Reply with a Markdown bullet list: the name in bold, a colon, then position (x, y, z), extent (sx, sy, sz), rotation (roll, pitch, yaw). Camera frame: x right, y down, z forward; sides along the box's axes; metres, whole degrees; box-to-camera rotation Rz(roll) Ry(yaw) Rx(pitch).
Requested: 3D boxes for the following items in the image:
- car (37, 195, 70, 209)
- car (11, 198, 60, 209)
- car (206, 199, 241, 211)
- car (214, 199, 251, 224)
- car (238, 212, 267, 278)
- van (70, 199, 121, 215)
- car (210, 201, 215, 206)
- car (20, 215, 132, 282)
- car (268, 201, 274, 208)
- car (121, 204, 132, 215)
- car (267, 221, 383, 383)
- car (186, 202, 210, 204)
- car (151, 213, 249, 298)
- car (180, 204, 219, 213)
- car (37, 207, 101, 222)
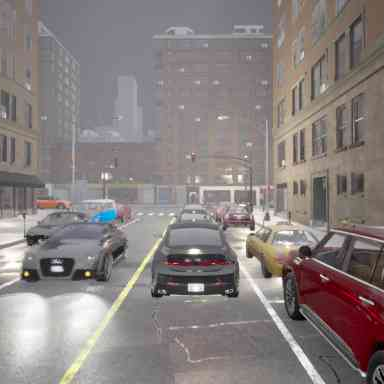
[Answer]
- **car**: position (-16.398, 1.235, 39.078), extent (4.553, 1.767, 2.097), rotation (0, -1, 0)
- **car**: position (-19.837, 1.444, 42.345), extent (5.357, 1.411, 2.033), rotation (0, -1, 0)
- **car**: position (3.925, 1.636, 42.205), extent (4.181, 1.385, 1.994), rotation (0, -1, 0)
- **car**: position (2.669, 1.463, 20.701), extent (1.967, 1.590, 4.097), rotation (1, 0, 0)
- **car**: position (2.672, 1.534, 9.905), extent (1.752, 1.417, 4.829), rotation (1, 0, 0)
- **van**: position (-5.855, 1.364, 20.699), extent (1.690, 1.788, 3.998), rotation (1, 0, 0)
- **car**: position (2.667, 1.471, 26.184), extent (1.967, 1.590, 4.097), rotation (1, 0, 0)
- **car**: position (-3.101, 1.572, 9.623), extent (1.994, 1.385, 4.181), rotation (0, 0, 0)
- **car**: position (13.444, 1.577, 48.851), extent (4.553, 1.767, 2.097), rotation (0, -1, 0)
- **car**: position (-5.859, 1.576, 26.181), extent (1.887, 1.381, 4.507), rotation (1, 0, 0)
- **car**: position (2.677, 1.318, 4.252), extent (2.192, 1.841, 5.009), rotation (1, 0, 0)
- **car**: position (0.071, 1.578, 25.981), extent (2.033, 1.411, 5.357), rotation (0, 0, 0)
- **car**: position (0.046, 1.512, 8.542), extent (1.837, 1.490, 4.892), rotation (0, 0, -1)
- **car**: position (0.094, 1.543, 16.010), extent (1.812, 1.442, 4.674), rotation (0, 0, 0)
- **car**: position (-5.855, 1.582, 15.216), extent (1.947, 1.339, 4.313), rotation (1, 0, 0)
